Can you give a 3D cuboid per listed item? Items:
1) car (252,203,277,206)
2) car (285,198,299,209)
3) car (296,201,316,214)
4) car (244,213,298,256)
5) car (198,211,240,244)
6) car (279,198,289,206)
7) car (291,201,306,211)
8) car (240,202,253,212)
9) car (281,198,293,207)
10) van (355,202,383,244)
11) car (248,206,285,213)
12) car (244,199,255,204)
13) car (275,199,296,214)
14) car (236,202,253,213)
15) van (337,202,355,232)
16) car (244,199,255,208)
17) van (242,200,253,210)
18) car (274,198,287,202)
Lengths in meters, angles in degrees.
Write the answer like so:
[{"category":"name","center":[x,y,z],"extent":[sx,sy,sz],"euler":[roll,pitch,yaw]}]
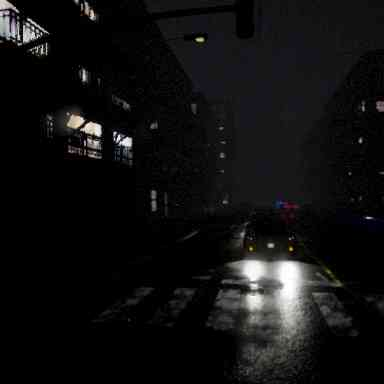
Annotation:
[{"category":"car","center":[7.250,2.140,33.609],"extent":[1.895,1.301,4.718],"euler":[-1,-1,12]},{"category":"car","center":[19.637,2.245,65.629],"extent":[2.192,1.841,5.009],"euler":[-2,-1,11]},{"category":"car","center":[15.182,2.155,43.667],"extent":[1.802,1.307,4.206],"euler":[-2,-1,11]},{"category":"car","center":[3.256,1.786,14.032],"extent":[1.994,1.385,4.181],"euler":[-1,-1,11]},{"category":"car","center":[1.430,1.924,17.908],"extent":[1.802,1.307,4.206],"euler":[-2,-1,11]},{"category":"car","center":[24.101,2.603,87.585],"extent":[2.192,1.841,5.009],"euler":[-2,-1,11]},{"category":"car","center":[17.446,2.279,54.813],"extent":[1.752,1.417,4.829],"euler":[-2,-1,11]},{"category":"car","center":[9.241,2.516,56.333],"extent":[2.008,1.369,4.403],"euler":[-2,-1,11]},{"category":"car","center":[21.868,2.424,76.607],"extent":[2.192,1.841,5.009],"euler":[-2,-1,11]},{"category":"van","center":[9.593,1.470,16.226],"extent":[1.690,1.788,3.998],"euler":[-2,-1,11]},{"category":"car","center":[5.242,1.944,23.786],"extent":[1.994,1.385,4.181],"euler":[-1,-1,11]},{"category":"car","center":[8.121,2.316,50.846],"extent":[1.967,1.590,4.097],"euler":[-2,-1,11]},{"category":"car","center":[12.890,2.149,45.354],"extent":[2.128,1.511,4.902],"euler":[-1,-1,11]},{"category":"car","center":[7.010,2.369,45.354],"extent":[1.802,1.307,4.206],"euler":[-2,-1,11]},{"category":"van","center":[10.710,1.559,21.716],"extent":[1.690,1.788,3.998],"euler":[-2,-1,11]},{"category":"car","center":[12.558,2.549,72.810],"extent":[2.192,1.841,5.009],"euler":[-2,-1,11]},{"category":"van","center":[10.349,2.396,61.827],"extent":[1.690,1.788,3.998],"euler":[-2,-1,11]},{"category":"car","center":[14.894,2.041,55.254],"extent":[2.150,2.045,5.566],"euler":[-1,-1,11]}]
